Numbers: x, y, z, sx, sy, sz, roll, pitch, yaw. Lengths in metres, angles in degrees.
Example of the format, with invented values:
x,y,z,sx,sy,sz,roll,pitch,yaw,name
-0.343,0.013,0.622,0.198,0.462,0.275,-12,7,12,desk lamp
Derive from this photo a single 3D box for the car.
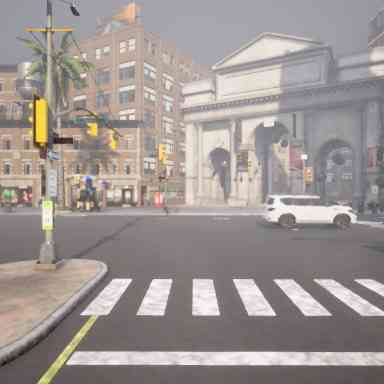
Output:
x,y,z,sx,sy,sz,roll,pitch,yaw,name
7.261,1.221,20.981,5.566,2.045,2.150,0,0,0,car
